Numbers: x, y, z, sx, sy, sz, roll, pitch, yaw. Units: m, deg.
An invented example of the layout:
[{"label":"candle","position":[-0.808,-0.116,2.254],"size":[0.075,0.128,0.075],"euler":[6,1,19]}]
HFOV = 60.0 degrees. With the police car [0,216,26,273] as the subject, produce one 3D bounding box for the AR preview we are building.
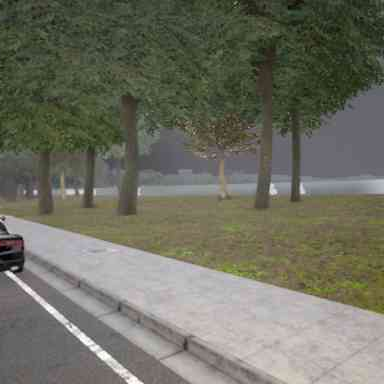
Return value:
[{"label":"police car","position":[-6.465,1.411,9.862],"size":[1.930,1.638,5.238],"euler":[0,0,-40]}]
